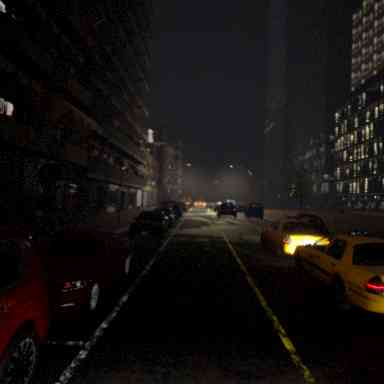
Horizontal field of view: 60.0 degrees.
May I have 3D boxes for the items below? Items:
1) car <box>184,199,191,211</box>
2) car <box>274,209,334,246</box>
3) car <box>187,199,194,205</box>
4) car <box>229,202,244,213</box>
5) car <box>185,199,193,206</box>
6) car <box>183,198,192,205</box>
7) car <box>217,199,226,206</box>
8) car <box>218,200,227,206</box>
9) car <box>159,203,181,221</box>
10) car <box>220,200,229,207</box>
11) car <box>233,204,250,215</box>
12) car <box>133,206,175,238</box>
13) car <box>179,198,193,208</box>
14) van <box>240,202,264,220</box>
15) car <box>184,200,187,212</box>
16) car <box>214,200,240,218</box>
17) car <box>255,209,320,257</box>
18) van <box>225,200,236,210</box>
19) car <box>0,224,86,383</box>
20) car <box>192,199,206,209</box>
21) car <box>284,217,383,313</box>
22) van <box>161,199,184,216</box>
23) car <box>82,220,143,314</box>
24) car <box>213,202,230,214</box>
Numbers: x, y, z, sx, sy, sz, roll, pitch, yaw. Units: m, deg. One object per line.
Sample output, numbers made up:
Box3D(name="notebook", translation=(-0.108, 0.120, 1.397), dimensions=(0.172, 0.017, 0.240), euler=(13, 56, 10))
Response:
Box3D(name="car", translation=(-1.557, 2.079, 46.689), dimensions=(2.008, 1.369, 4.403), euler=(3, -1, 2))
Box3D(name="car", translation=(6.082, 1.885, 18.628), dimensions=(1.967, 1.590, 4.097), euler=(3, -1, 2))
Box3D(name="car", translation=(-0.378, 2.716, 91.228), dimensions=(1.802, 1.307, 4.206), euler=(3, -1, 2))
Box3D(name="car", translation=(6.968, 2.421, 52.199), dimensions=(1.752, 1.417, 4.829), euler=(3, -1, 2))
Box3D(name="car", translation=(-0.671, 2.526, 80.093), dimensions=(1.887, 1.381, 4.507), euler=(3, -1, 2))
Box3D(name="car", translation=(-1.413, 2.126, 52.088), dimensions=(1.752, 1.417, 4.829), euler=(3, -1, 2))
Box3D(name="car", translation=(8.002, 2.865, 91.002), dimensions=(1.967, 1.590, 4.097), euler=(3, -1, 2))
Box3D(name="car", translation=(7.848, 2.893, 85.433), dimensions=(1.887, 1.381, 4.507), euler=(3, -1, 2))
Box3D(name="car", translation=(-2.148, 1.780, 24.421), dimensions=(2.008, 1.369, 4.403), euler=(3, -1, 2))
Box3D(name="car", translation=(7.706, 2.800, 80.036), dimensions=(1.752, 1.417, 4.829), euler=(3, -1, 2))
Box3D(name="car", translation=(6.813, 2.400, 46.462), dimensions=(1.802, 1.307, 4.206), euler=(3, -1, 2))
Box3D(name="car", translation=(-2.297, 1.720, 18.854), dimensions=(1.947, 1.339, 4.313), euler=(3, -1, 2))
Box3D(name="car", translation=(-1.102, 2.069, 63.394), dimensions=(2.192, 1.841, 5.009), euler=(3, -1, 2))
Box3D(name="van", translation=(6.530, 2.010, 35.331), dimensions=(1.690, 1.788, 3.998), euler=(3, -1, 2))
Box3D(name="car", translation=(-1.856, 1.901, 35.386), dimensions=(1.752, 1.417, 4.829), euler=(3, -1, 2))
Box3D(name="car", translation=(3.961, 1.968, 38.287), dimensions=(2.097, 1.767, 4.553), euler=(2, -1, 2))
Box3D(name="car", translation=(4.163, 1.779, 14.276), dimensions=(1.801, 1.575, 5.366), euler=(2, -1, 2))
Box3D(name="van", translation=(7.268, 2.385, 63.168), dimensions=(1.690, 1.788, 3.998), euler=(3, -1, 2))
Box3D(name="car", translation=(-2.727, 1.247, 2.154), dimensions=(2.192, 1.841, 5.009), euler=(3, -1, 2))
Box3D(name="car", translation=(1.510, 2.168, 61.080), dimensions=(2.097, 1.767, 4.553), euler=(2, -1, 2))
Box3D(name="car", translation=(3.985, 1.699, 8.279), dimensions=(1.801, 1.575, 5.366), euler=(2, -1, 2))
Box3D(name="van", translation=(-1.990, 1.645, 29.991), dimensions=(1.690, 1.788, 3.998), euler=(3, -1, 2))
Box3D(name="car", translation=(-2.591, 1.550, 7.719), dimensions=(1.887, 1.381, 4.507), euler=(3, -1, 2))
Box3D(name="car", translation=(4.170, 2.242, 48.432), dimensions=(2.128, 1.511, 4.902), euler=(2, -1, 2))
